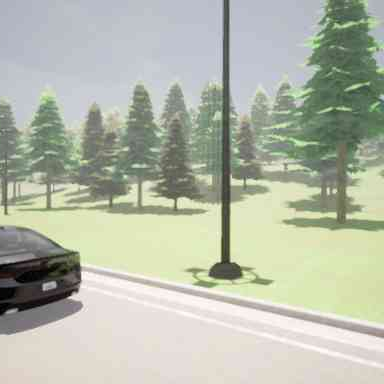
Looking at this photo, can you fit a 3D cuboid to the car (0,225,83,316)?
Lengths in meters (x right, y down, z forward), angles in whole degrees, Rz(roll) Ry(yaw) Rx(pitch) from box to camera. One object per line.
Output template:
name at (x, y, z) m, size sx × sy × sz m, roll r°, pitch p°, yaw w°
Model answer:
car at (-4.469, 1.451, 7.155) m, size 5.008 × 1.535 × 1.882 m, roll 0°, pitch 0°, yaw 35°
